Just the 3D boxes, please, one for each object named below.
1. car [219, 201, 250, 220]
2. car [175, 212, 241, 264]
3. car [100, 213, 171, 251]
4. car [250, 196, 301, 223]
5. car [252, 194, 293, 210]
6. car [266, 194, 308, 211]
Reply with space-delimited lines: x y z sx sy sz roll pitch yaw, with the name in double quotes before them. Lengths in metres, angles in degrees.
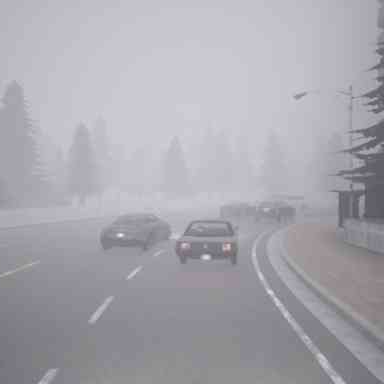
"car" 4.252 1.553 29.138 1.882 1.535 5.008 0 0 35
"car" 0.717 1.632 11.958 1.895 1.301 4.718 0 0 8
"car" -2.291 1.602 14.489 1.994 1.385 4.181 0 0 11
"car" 6.756 1.421 26.601 2.097 1.767 4.553 0 0 34
"car" 10.964 1.337 45.027 5.566 2.045 2.150 0 0 -32
"car" 12.150 1.328 41.675 5.566 2.045 2.150 0 0 -32
